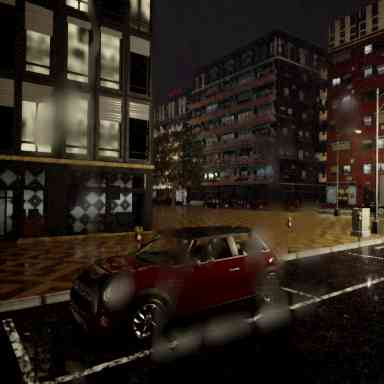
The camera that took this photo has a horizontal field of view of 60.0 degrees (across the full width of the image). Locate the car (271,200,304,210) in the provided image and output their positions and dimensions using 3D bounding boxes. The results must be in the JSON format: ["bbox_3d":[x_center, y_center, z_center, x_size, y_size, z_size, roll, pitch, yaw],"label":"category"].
[{"bbox_3d":[13.450,1.806,45.997,1.802,1.307,4.206,1,-1,-35],"label":"car"}]

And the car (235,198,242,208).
[{"bbox_3d":[6.921,1.726,55.271,1.967,1.590,4.097,1,-1,-35],"label":"car"}]

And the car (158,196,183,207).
[{"bbox_3d":[-3.199,1.733,55.086,1.887,1.381,4.507,1,-1,-35],"label":"car"}]

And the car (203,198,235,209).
[{"bbox_3d":[3.331,1.678,45.814,2.008,1.369,4.403,1,-1,-35],"label":"car"}]

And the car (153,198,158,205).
[{"bbox_3d":[-6.465,1.764,59.723,1.887,1.381,4.507,1,-1,-35],"label":"car"}]

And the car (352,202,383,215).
[{"bbox_3d":[19.981,1.730,36.726,1.947,1.339,4.313,1,-1,-35],"label":"car"}]

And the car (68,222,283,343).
[{"bbox_3d":[-0.185,1.441,6.405,4.097,1.590,1.967,0,1,-35],"label":"car"}]

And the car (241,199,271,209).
[{"bbox_3d":[10.186,1.800,50.635,1.887,1.381,4.507,1,-1,-35],"label":"car"}]

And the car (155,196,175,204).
[{"bbox_3d":[-6.139,1.724,73.818,2.192,1.841,5.009,1,-1,-35],"label":"car"}]
